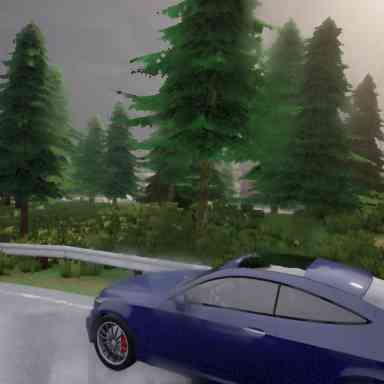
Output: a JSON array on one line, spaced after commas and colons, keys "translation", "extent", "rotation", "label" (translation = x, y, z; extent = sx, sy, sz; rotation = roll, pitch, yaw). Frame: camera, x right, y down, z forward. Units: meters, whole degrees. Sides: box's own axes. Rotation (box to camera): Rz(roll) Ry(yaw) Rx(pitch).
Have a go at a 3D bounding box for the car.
[{"translation": [0.804, 1.499, 4.066], "extent": [4.674, 1.442, 1.812], "rotation": [1, 1, 31], "label": "car"}]
